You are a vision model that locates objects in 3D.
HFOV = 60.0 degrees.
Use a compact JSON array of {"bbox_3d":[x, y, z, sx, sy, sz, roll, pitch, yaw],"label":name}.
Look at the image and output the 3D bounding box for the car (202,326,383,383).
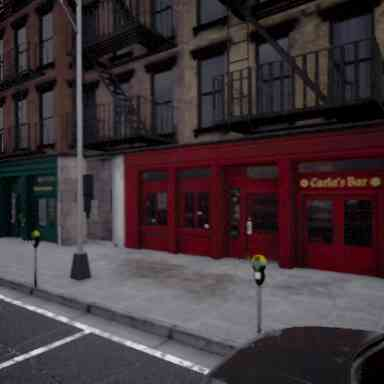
[{"bbox_3d":[2.239,1.496,1.680,4.892,1.490,1.837,-1,0,36],"label":"car"}]
